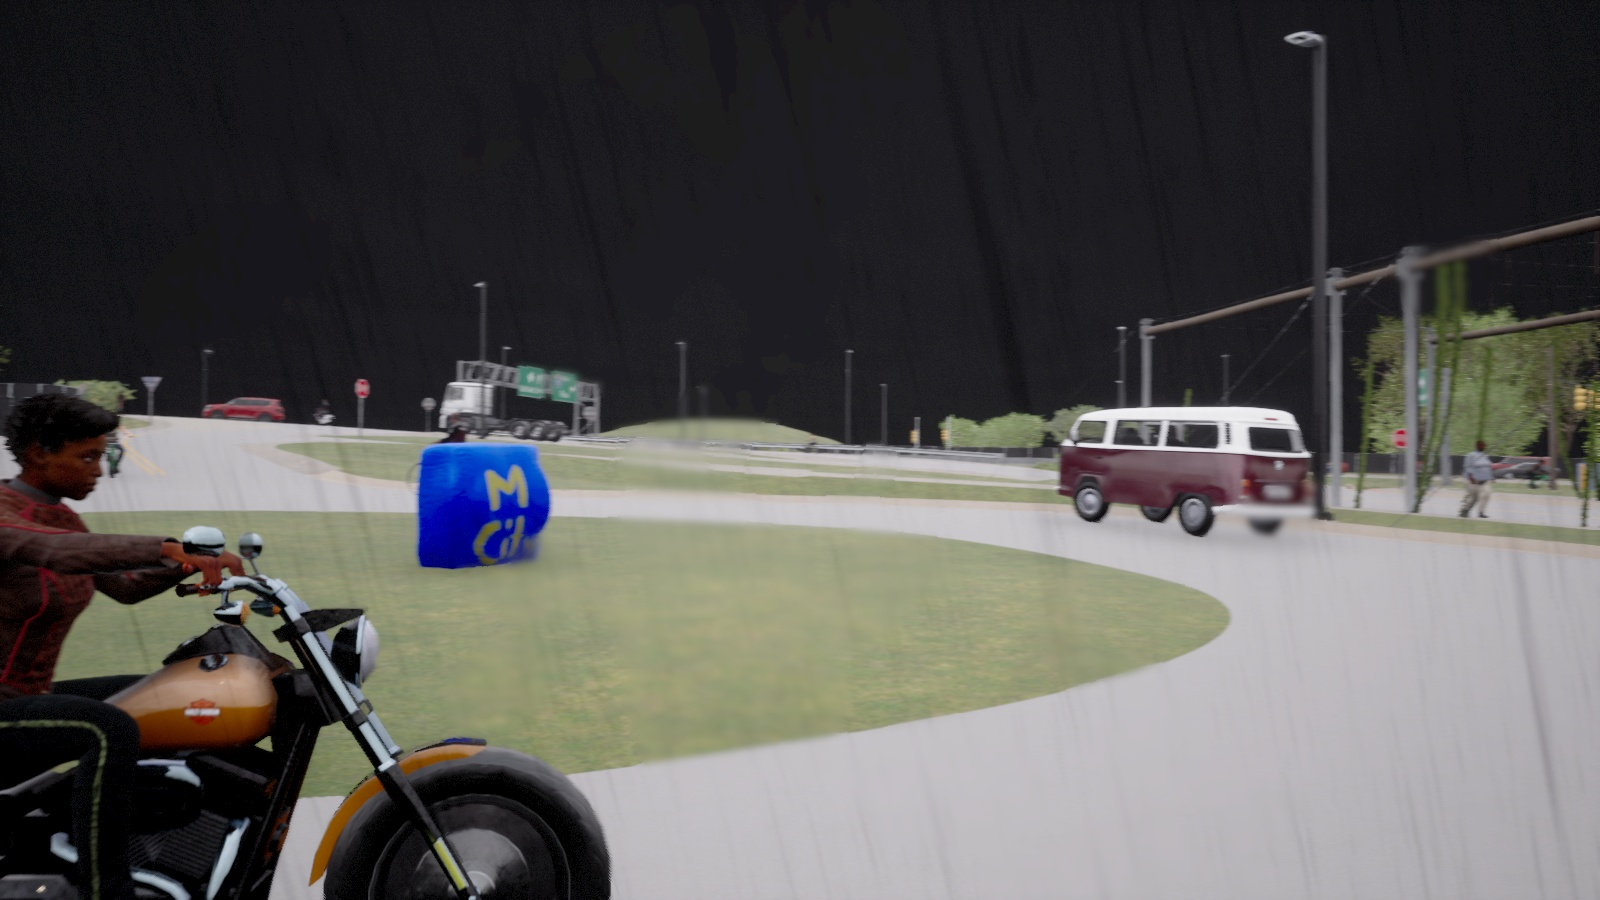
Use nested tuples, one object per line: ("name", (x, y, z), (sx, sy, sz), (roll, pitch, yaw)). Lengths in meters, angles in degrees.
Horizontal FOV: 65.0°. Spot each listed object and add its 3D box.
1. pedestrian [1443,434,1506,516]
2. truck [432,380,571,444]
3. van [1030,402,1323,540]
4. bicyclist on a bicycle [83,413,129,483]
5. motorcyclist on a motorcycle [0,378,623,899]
("pedestrian", (15.409, 0.571, 28.715), (0.874, 1.855, 0.900), (0, -1, -10))
("truck", (-18.923, -2.376, 79.642), (7.936, 3.462, 2.891), (4, 0, 14))
("van", (6.128, 0.271, 21.042), (2.069, 2.038, 4.480), (2, 1, -28))
("bicyclist on a bicycle", (-16.905, -0.062, 30.577), (0.866, 1.612, 1.509), (1, 3, -33))
("motorcyclist on a motorcycle", (-1.647, 0.677, 3.125), (2.350, 1.649, 0.766), (1, -1, -7))
